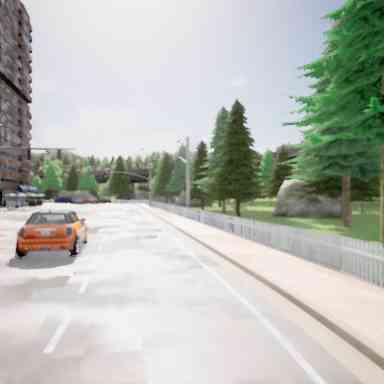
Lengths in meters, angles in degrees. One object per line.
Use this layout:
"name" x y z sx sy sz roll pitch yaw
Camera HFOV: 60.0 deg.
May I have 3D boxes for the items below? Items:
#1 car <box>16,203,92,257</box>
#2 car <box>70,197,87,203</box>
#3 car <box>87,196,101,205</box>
"car" -5.611 1.508 13.879 2.097 1.767 4.553 0 -1 -11
"car" -27.853 2.254 81.398 2.097 1.767 4.553 0 -1 -26
"car" -25.533 2.148 84.372 2.150 2.045 5.566 0 -1 -31
